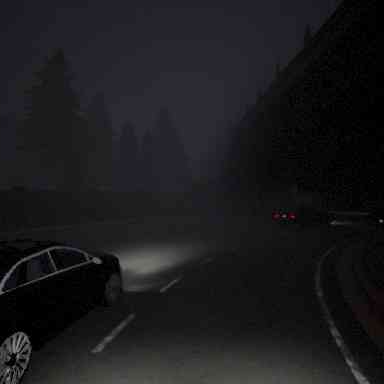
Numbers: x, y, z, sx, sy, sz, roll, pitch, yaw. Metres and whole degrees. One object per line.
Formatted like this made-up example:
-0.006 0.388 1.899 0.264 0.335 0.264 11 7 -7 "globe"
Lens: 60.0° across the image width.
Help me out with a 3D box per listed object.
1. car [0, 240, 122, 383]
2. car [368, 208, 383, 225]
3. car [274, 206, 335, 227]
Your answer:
-2.692 1.521 5.299 2.128 1.511 4.902 0 0 9 "car"
15.257 1.764 24.455 4.718 1.301 1.895 0 0 -29 "car"
8.174 1.701 23.964 5.357 1.411 2.033 0 -1 -39 "car"
